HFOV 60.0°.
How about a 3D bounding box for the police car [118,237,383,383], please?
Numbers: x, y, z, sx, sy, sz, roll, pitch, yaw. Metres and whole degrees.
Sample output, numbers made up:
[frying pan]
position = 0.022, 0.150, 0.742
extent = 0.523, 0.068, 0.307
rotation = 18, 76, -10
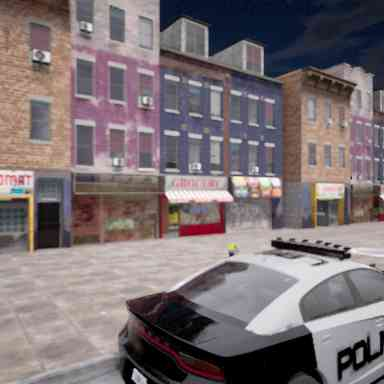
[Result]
[police car]
position = 1.646, 1.467, 4.441
extent = 5.238, 1.638, 1.930
rotation = 1, 0, -36
